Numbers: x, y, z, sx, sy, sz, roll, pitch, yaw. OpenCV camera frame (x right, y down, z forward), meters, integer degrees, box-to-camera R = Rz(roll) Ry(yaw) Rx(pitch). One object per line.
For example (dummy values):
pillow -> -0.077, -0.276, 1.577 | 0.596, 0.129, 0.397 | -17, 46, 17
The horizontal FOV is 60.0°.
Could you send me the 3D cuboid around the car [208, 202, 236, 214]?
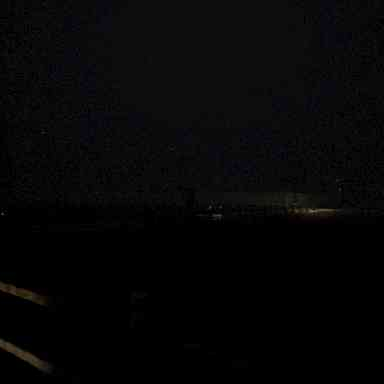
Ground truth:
car -> 4.143, 2.122, 45.380 | 2.097, 1.767, 4.553 | 1, -1, 35
